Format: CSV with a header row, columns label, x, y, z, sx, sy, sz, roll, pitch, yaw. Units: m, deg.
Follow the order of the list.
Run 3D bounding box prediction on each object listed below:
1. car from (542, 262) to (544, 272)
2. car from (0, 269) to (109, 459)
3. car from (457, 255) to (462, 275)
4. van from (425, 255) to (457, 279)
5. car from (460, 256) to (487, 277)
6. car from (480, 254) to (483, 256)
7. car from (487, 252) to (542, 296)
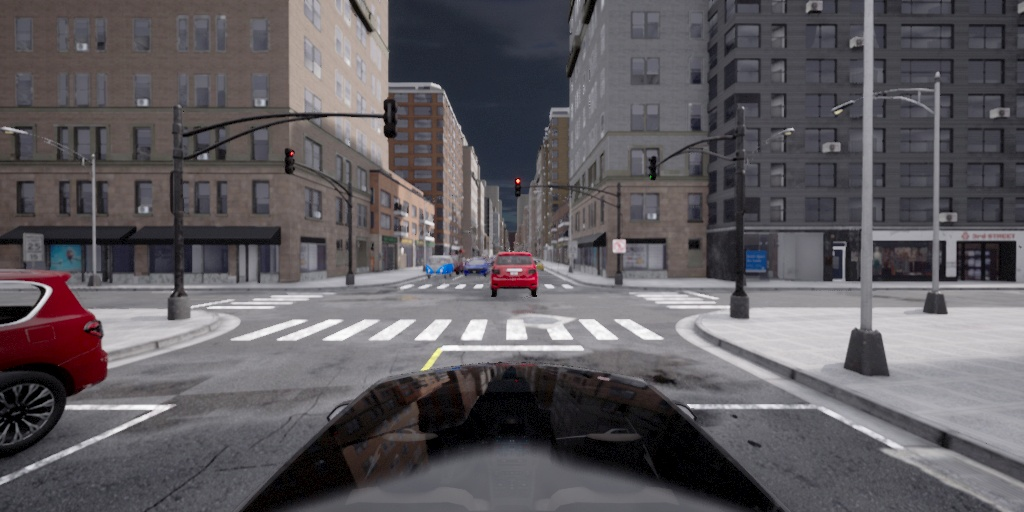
label,x,y,z,sx,sy,sz,roll,pitch,yaw
car,2.693,0.982,40.548,1.751,1.417,4.829,0,0,0
car,-5.858,1.061,2.222,2.192,1.841,5.009,0,0,0
car,-5.837,0.814,34.765,2.192,1.841,5.009,0,0,0
van,-5.840,0.883,29.169,1.690,1.789,3.998,0,0,0
car,-3.080,1.000,31.782,1.882,1.535,5.008,0,0,0
car,-5.822,0.854,56.977,1.751,1.417,4.829,0,0,0
car,0.104,0.841,18.260,2.150,2.045,5.566,0,0,0
